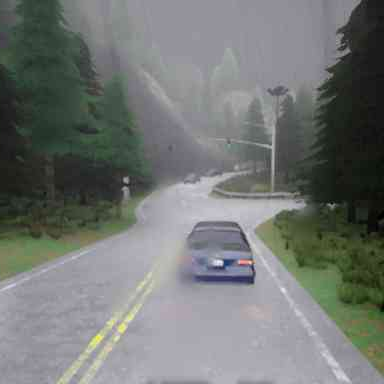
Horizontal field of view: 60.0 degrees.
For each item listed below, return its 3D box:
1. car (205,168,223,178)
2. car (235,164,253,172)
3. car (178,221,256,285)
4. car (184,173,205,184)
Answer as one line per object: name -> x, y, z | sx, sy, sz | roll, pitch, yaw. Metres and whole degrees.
car -> 4.100, -3.674, 63.409 | 2.128, 1.511, 4.902 | 3, 10, 36
car -> 11.278, -5.056, 70.852 | 4.892, 1.490, 1.837 | -9, 9, -37
car -> 0.724, 1.550, 9.577 | 2.033, 1.411, 5.357 | 0, 0, 5
car -> 0.099, -2.246, 54.823 | 1.837, 1.490, 4.892 | 2, 9, 19
